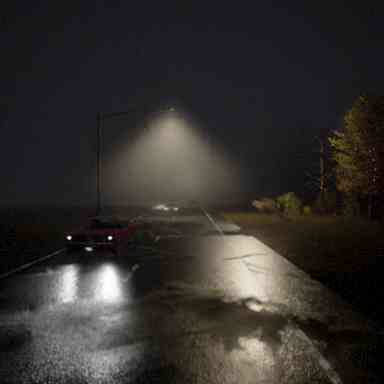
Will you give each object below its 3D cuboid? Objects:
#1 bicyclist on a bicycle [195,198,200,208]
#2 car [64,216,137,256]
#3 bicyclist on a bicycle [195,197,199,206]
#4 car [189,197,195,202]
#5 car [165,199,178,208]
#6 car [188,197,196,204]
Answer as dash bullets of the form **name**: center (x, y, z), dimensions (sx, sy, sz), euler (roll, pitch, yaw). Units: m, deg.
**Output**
- **bicyclist on a bicycle**: center (0.961, 1.894, 56.455), dimensions (0.866, 1.612, 1.509), euler (0, -1, 0)
- **car**: center (-3.598, 1.714, 13.856), dimensions (1.895, 1.301, 4.718), euler (0, 0, 0)
- **bicyclist on a bicycle**: center (0.973, 1.897, 65.015), dimensions (0.659, 1.776, 1.843), euler (0, 0, 0)
- **car**: center (0.016, 2.189, 94.624), dimensions (1.812, 1.442, 4.674), euler (0, 0, 0)
- **car**: center (-3.540, 1.946, 57.867), dimensions (1.882, 1.535, 5.008), euler (0, 0, 0)
- **car**: center (0.014, 2.177, 79.863), dimensions (1.994, 1.385, 4.181), euler (0, 0, 0)
